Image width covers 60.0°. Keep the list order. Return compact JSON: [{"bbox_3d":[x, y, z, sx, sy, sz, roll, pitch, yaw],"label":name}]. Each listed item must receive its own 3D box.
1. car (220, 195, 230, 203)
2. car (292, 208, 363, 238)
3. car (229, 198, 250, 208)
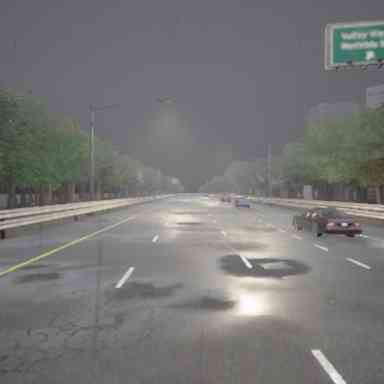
[{"bbox_3d":[6.995,1.373,70.312,2.097,1.767,4.553,0,0,0],"label":"car"},{"bbox_3d":[6.996,1.549,17.767,2.033,1.411,5.357,0,0,0],"label":"car"},{"bbox_3d":[6.993,1.553,47.360,2.033,1.411,5.357,0,0,0],"label":"car"}]
